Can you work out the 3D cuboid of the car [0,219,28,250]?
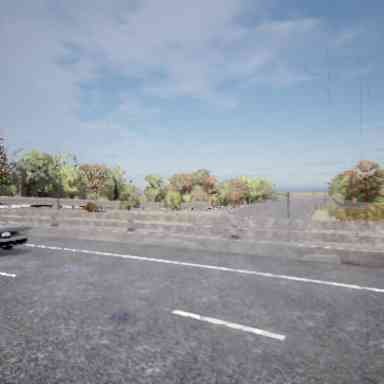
[{"bbox_3d":[-8.909,1.606,13.224,5.357,1.411,2.033,0,0,28],"label":"car"}]
